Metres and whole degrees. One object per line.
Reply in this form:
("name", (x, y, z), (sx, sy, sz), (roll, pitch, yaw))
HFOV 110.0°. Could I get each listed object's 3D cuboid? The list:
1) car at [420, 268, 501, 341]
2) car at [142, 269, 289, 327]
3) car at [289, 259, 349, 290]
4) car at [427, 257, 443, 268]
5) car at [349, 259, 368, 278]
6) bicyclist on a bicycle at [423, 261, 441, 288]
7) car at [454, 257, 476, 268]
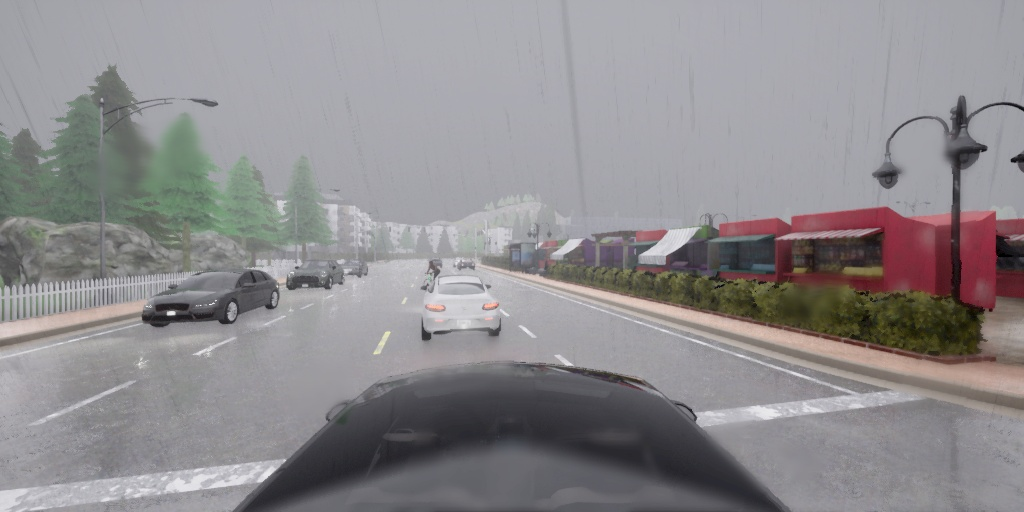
("car", (-1.476, 1.225, 9.748), (1.812, 1.442, 4.674), (0, 0, -12))
("car", (-9.188, 1.190, 11.461), (1.837, 1.490, 4.892), (0, 0, -13))
("car", (-11.392, 0.965, 21.061), (2.097, 1.767, 4.553), (0, 0, -13))
("car", (-10.858, 0.897, 50.796), (1.837, 1.490, 4.892), (0, 0, -13))
("car", (-13.591, 1.033, 30.683), (2.128, 1.511, 4.902), (0, 0, -13))
("bicyclist on a bicycle", (-4.310, 1.078, 19.597), (0.582, 1.620, 1.656), (0, 1, 25))
("car", (-5.625, 1.046, 43.736), (1.895, 1.301, 4.718), (0, 0, -13))
